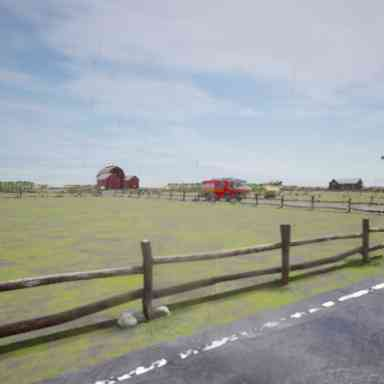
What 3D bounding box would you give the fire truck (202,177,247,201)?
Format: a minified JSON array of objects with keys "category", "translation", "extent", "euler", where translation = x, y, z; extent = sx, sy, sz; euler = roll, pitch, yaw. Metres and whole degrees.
[{"category":"fire truck","translation":[5.222,-0.473,54.961],"extent":[2.891,3.827,8.468],"euler":[0,1,-36]}]
